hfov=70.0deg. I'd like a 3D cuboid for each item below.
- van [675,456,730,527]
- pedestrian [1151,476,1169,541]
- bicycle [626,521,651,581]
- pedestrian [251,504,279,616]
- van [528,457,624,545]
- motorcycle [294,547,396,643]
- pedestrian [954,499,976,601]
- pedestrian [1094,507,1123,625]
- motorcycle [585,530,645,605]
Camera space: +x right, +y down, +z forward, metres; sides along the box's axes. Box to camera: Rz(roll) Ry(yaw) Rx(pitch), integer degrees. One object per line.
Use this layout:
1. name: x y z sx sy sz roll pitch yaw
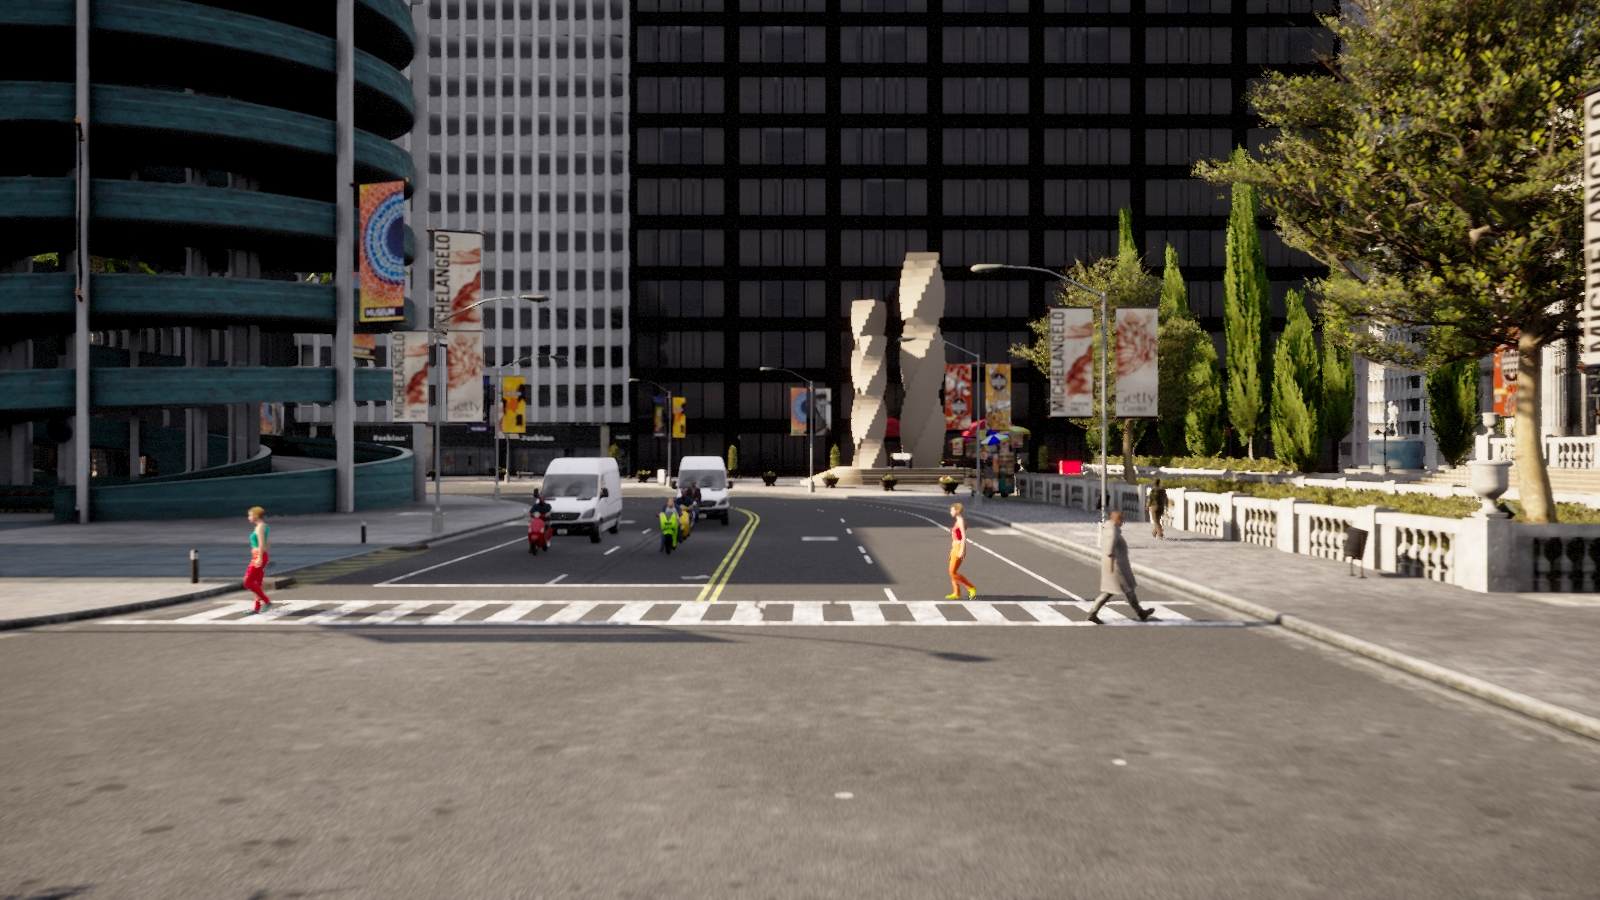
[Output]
1. van: -3.812 1.534 44.535 1.988 2.561 5.915 0 0 -5
2. pedestrian: 10.487 1.696 33.288 0.375 1.860 0.375 0 0 -5
3. bicycle: -3.558 2.210 25.204 0.329 1.171 1.835 0 0 -1
4. pedestrian: -9.072 1.849 19.369 0.375 1.860 0.375 0 0 -16
5. van: -7.071 1.534 36.651 1.988 2.561 5.915 0 0 -1
6. motorcycle: -6.931 2.182 17.490 0.856 1.236 1.805 0 0 0
7. pedestrian: 3.062 1.848 21.274 0.375 1.860 0.375 0 0 3
8. pedestrian: 4.954 1.848 18.362 0.375 1.860 0.375 0 0 0
9. motorcycle: -3.472 2.182 21.564 0.856 1.236 1.805 0 0 -1
